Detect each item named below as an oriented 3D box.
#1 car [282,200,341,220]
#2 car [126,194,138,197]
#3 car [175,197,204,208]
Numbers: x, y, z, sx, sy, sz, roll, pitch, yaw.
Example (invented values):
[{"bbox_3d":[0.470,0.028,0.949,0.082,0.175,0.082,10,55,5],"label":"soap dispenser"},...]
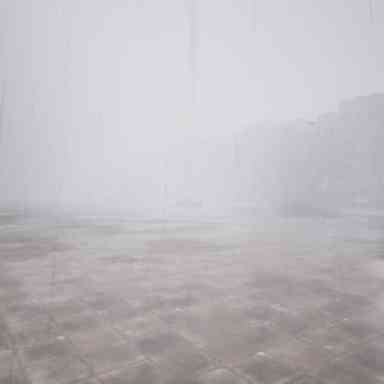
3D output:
[{"bbox_3d":[9.554,1.404,26.882,1.837,1.490,4.892,-2,2,-35],"label":"car"},{"bbox_3d":[-9.144,0.670,53.518,2.128,1.511,4.902,-2,2,-35],"label":"car"},{"bbox_3d":[-0.358,1.273,40.934,1.994,1.385,4.181,-2,1,-35],"label":"car"}]
